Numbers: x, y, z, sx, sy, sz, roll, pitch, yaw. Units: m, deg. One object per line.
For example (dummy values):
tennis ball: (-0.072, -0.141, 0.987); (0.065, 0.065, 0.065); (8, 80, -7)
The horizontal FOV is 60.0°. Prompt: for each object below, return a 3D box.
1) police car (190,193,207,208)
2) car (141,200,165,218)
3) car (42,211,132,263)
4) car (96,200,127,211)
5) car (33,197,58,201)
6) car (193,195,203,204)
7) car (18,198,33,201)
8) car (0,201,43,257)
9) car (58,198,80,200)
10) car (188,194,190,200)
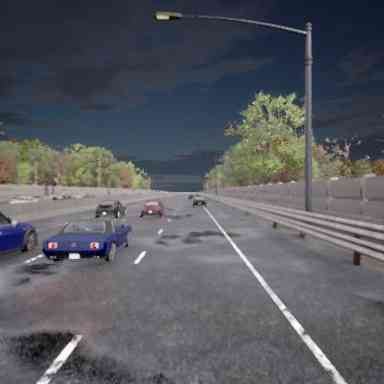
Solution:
police car: (1.044, 1.323, 47.204); (1.930, 1.638, 5.238); (0, 0, 0)
car: (-3.417, 1.460, 29.646); (1.812, 1.442, 4.674); (0, 0, 0)
car: (-3.401, 1.574, 11.853); (1.895, 1.301, 4.718); (0, 0, 0)
car: (-6.904, 1.441, 28.661); (1.837, 1.490, 4.892); (0, 0, 0)
car: (-21.064, 1.420, 49.177); (1.812, 1.442, 4.674); (0, 0, 0)
car: (1.042, 1.392, 63.095); (1.812, 1.442, 4.674); (0, 0, 0)
car: (-24.564, 1.496, 48.882); (1.895, 1.301, 4.718); (0, 0, 0)
car: (-6.901, 1.327, 10.740); (2.097, 1.767, 4.553); (0, 0, 0)
car: (-17.569, 1.495, 49.074); (1.895, 1.301, 4.718); (0, 0, 0)
car: (-0.010, 1.265, 81.969); (1.837, 1.490, 4.892); (0, 0, 0)
